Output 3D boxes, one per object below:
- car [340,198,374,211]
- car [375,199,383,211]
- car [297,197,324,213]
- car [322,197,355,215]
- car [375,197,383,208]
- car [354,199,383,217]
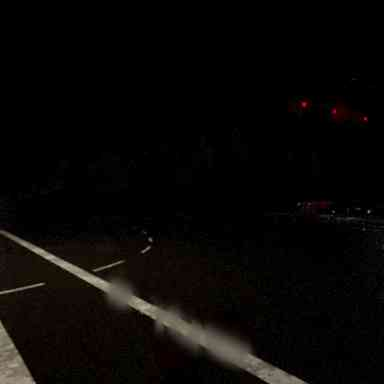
[{"bbox_3d":[20.547,1.524,41.359,4.181,1.385,1.994,0,0,-36],"label":"car"},{"bbox_3d":[24.146,1.505,39.625,5.357,1.411,2.033,0,0,-35],"label":"car"},{"bbox_3d":[13.517,1.321,36.350,4.553,1.767,2.097,0,0,-35],"label":"car"},{"bbox_3d":[15.923,1.516,33.811,5.357,1.411,2.033,0,0,-35],"label":"car"},{"bbox_3d":[27.683,1.477,46.408,4.674,1.442,1.812,0,0,-35],"label":"car"},{"bbox_3d":[17.520,1.460,30.607,4.902,1.511,2.128,0,0,-36],"label":"car"}]
